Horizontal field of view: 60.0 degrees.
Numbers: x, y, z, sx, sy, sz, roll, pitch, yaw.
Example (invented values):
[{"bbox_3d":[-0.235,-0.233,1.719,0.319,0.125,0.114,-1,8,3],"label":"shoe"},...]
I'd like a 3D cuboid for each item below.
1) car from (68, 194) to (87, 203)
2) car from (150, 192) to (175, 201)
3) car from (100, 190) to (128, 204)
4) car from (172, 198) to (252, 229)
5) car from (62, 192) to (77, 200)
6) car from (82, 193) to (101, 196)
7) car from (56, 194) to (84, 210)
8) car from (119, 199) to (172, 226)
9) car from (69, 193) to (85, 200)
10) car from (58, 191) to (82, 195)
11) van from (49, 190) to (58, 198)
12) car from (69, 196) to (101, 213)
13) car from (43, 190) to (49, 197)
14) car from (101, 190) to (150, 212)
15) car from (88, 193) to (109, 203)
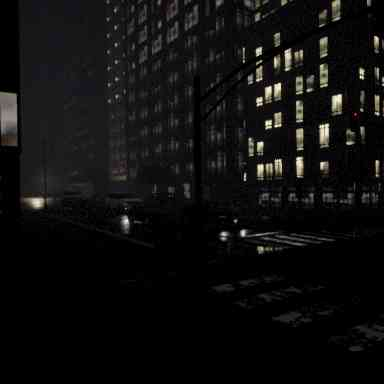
[{"bbox_3d":[-19.344,1.083,56.181,1.895,1.301,4.718,-1,1,-35],"label":"car"},{"bbox_3d":[-3.666,0.964,38.196,2.192,1.841,5.009,-1,1,-35],"label":"car"},{"bbox_3d":[-12.038,0.734,51.049,2.150,2.045,5.566,-1,1,-35],"label":"car"},{"bbox_3d":[1.105,1.382,21.071,2.128,1.511,4.902,-1,1,-35],"label":"car"},{"bbox_3d":[-26.086,0.734,70.704,1.967,1.590,4.097,-1,1,-35],"label":"car"},{"bbox_3d":[-13.824,1.116,48.264,2.033,1.411,5.357,-1,1,-34],"label":"car"},{"bbox_3d":[-13.743,1.289,38.052,2.008,1.369,4.403,-1,1,-35],"label":"car"},{"bbox_3d":[-2.905,1.455,22.389,2.008,1.369,4.403,-1,1,-35],"label":"car"},{"bbox_3d":[-22.883,0.890,66.061,1.887,1.381,4.507,-1,1,-35],"label":"car"},{"bbox_3d":[-17.031,0.832,47.480,2.150,2.045,5.566,-1,1,-34],"label":"car"},{"bbox_3d":[-32.492,0.532,79.989,1.690,1.788,3.998,-1,1,-35],"label":"van"},{"bbox_3d":[-10.539,1.354,33.408,1.947,1.339,4.313,-1,1,-35],"label":"car"},{"bbox_3d":[-35.696,0.689,84.635,2.008,1.369,4.403,-1,1,-35],"label":"car"},{"bbox_3d":[-6.545,0.997,32.160,2.150,2.045,5.566,-1,1,-34],"label":"car"},{"bbox_3d":[-15.966,0.920,56.809,1.882,1.535,5.008,-1,1,-35],"label":"car"}]
